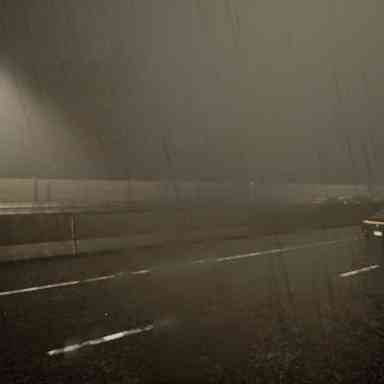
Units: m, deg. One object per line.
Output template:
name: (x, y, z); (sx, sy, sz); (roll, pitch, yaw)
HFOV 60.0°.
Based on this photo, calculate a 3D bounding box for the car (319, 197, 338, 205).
car: (18.295, 1.424, 42.821); (4.902, 1.511, 2.128); (0, 0, -35)

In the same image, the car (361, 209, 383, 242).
car: (9.479, 1.458, 14.814); (4.902, 1.511, 2.128); (0, 0, -35)

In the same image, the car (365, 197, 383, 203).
car: (21.809, 1.481, 36.736); (5.357, 1.411, 2.033); (0, 0, -35)

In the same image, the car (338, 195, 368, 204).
car: (19.990, 1.285, 39.732); (4.553, 1.767, 2.097); (0, 0, -35)
